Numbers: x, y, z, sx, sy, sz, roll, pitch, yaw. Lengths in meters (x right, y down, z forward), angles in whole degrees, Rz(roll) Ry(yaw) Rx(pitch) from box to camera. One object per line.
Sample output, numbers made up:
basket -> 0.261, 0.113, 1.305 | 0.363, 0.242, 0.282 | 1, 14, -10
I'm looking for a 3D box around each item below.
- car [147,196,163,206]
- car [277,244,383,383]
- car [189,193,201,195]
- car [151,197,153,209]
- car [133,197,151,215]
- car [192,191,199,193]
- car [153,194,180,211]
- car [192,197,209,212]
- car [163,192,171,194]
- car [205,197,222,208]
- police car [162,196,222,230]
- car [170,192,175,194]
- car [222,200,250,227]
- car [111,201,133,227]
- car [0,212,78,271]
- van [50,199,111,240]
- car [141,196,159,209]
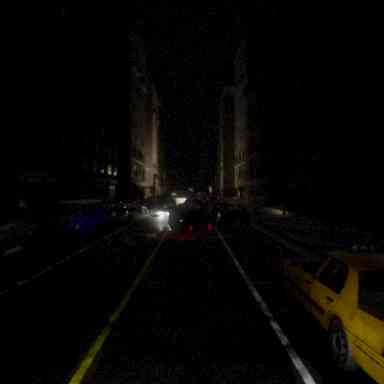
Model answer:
car -> -5.332, 1.326, 48.563 | 1.802, 1.307, 4.206 | 0, 0, 0
car -> 2.643, 1.497, 5.413 | 1.752, 1.417, 4.829 | 0, 0, 0
car -> 0.065, 1.267, 55.908 | 1.994, 1.385, 4.181 | 0, 0, 0
car -> -5.344, 1.368, 37.737 | 1.947, 1.339, 4.313 | 0, 0, 0
car -> -5.351, 1.357, 32.154 | 1.752, 1.417, 4.829 | 0, 0, 0
car -> 0.082, 0.933, 70.555 | 1.882, 1.535, 5.008 | 0, 0, 0
car -> -2.800, 1.295, 37.568 | 2.128, 1.511, 4.902 | 0, 0, 0
car -> 0.867, 1.338, 36.012 | 1.812, 1.442, 4.674 | 0, 0, 0
car -> -5.319, 1.233, 59.388 | 2.008, 1.369, 4.403 | 0, 0, 0
car -> 2.687, 1.340, 43.131 | 1.947, 1.339, 4.313 | 0, 0, 0
police car -> 0.165, 1.319, 20.444 | 1.930, 1.638, 5.238 | 0, 0, 17
car -> -5.306, 0.933, 70.212 | 2.192, 1.841, 5.009 | 0, 0, 0
car -> 2.662, 1.439, 21.481 | 2.008, 1.369, 4.403 | 0, 0, 0
car -> -5.363, 1.328, 21.499 | 1.967, 1.590, 4.097 | 0, 0, 0
car -> -5.376, 1.526, 10.675 | 1.802, 1.307, 4.206 | 0, 0, 0
van -> -5.370, 1.257, 16.086 | 1.690, 1.788, 3.998 | 0, 0, 0
car -> -5.338, 1.299, 42.979 | 1.752, 1.417, 4.829 | 0, 0, 0
